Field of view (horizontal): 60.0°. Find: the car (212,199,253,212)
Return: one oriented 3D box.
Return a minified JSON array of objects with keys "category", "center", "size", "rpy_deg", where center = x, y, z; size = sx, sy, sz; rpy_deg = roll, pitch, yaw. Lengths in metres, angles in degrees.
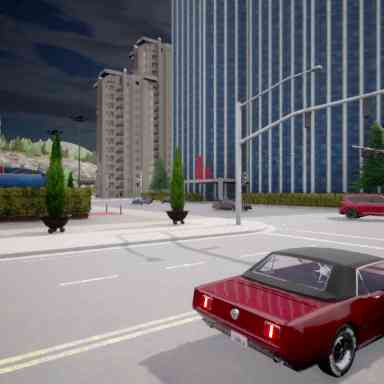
[{"category":"car","center":[4.511,1.547,38.305],"size":[2.033,1.411,5.357],"rpy_deg":[0,0,-36]}]

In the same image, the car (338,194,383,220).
[{"category":"car","center":[14.682,1.223,26.497],"size":[5.566,2.045,2.150],"rpy_deg":[0,0,40]}]

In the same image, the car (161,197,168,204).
[{"category":"car","center":[-4.049,1.491,62.305],"size":[2.128,1.511,4.902],"rpy_deg":[0,0,-36]}]

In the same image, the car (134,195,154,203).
[{"category":"car","center":[-10.225,1.511,70.692],"size":[2.128,1.511,4.902],"rpy_deg":[0,0,-36]}]

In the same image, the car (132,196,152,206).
[{"category":"car","center":[-8.654,1.525,56.463],"size":[1.812,1.442,4.674],"rpy_deg":[0,0,-36]}]

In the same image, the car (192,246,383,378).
[{"category":"car","center":[2.422,1.601,5.540],"size":[4.718,1.301,1.895],"rpy_deg":[0,0,-35]}]
